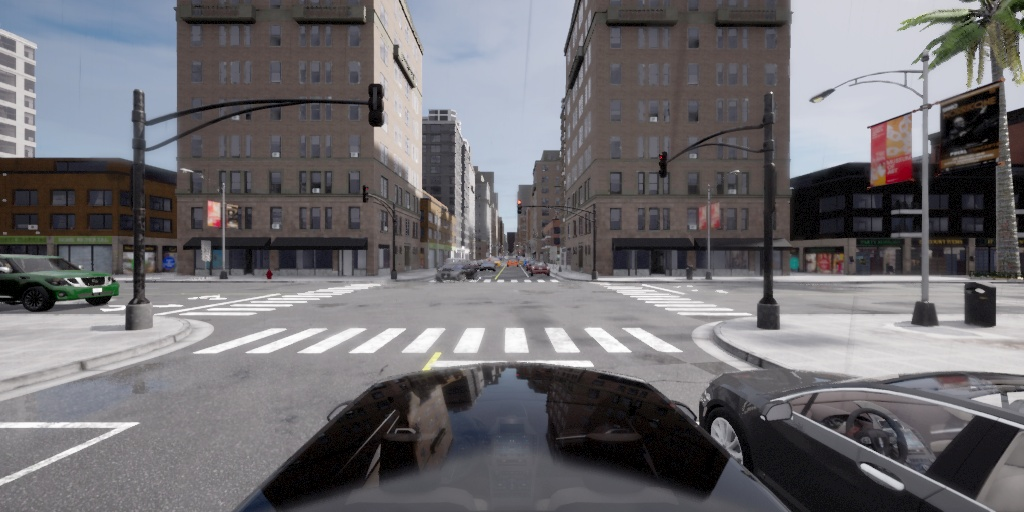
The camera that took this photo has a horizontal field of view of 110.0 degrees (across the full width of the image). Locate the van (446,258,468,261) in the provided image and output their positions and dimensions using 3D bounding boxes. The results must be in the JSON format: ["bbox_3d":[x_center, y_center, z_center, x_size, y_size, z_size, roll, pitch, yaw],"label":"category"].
[{"bbox_3d":[-5.785,1.093,36.461,1.690,1.789,3.998,0,0,0],"label":"van"}]

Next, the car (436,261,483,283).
[{"bbox_3d":[-4.213,1.315,27.978,1.994,1.385,4.181,0,0,18],"label":"car"}]

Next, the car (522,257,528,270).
[{"bbox_3d":[2.768,1.193,47.781,1.967,1.591,4.097,0,0,0],"label":"car"}]

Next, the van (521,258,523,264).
[{"bbox_3d":[2.795,1.094,59.119,1.690,1.789,3.998,0,0,0],"label":"van"}]

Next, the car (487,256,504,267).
[{"bbox_3d":[-2.939,1.230,62.069,1.882,1.535,5.008,0,0,0],"label":"car"}]

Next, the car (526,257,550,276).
[{"bbox_3d":[2.741,1.192,36.442,1.967,1.591,4.097,0,0,0],"label":"car"}]

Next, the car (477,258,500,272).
[{"bbox_3d":[-3.006,1.301,46.167,2.033,1.411,5.357,0,0,0],"label":"car"}]

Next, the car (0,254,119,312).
[{"bbox_3d":[-18.522,0.949,13.607,5.566,2.045,2.150,0,0,0],"label":"car"}]

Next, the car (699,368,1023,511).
[{"bbox_3d":[2.668,1.300,1.793,2.007,1.370,4.403,0,0,0],"label":"car"}]
